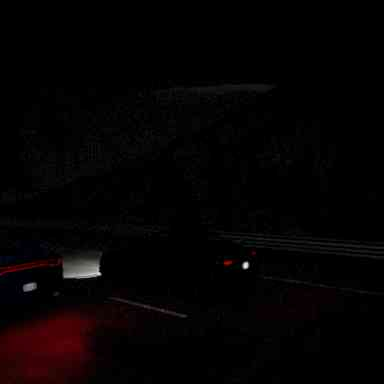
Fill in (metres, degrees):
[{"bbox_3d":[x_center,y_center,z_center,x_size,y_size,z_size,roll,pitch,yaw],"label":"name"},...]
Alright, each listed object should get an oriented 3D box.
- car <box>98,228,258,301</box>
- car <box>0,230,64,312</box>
[{"bbox_3d":[-0.461,1.625,8.546,4.181,1.385,1.994,-1,0,35],"label":"car"},{"bbox_3d":[-4.950,1.573,7.401,5.008,1.535,1.882,0,0,35],"label":"car"}]
